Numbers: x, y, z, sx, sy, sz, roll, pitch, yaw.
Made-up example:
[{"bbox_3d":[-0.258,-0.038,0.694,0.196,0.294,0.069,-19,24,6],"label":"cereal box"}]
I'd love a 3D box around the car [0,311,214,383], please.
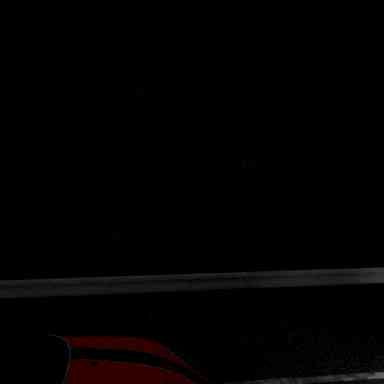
[{"bbox_3d":[-1.864,1.352,1.651,4.553,1.767,2.097,0,0,-6],"label":"car"}]
